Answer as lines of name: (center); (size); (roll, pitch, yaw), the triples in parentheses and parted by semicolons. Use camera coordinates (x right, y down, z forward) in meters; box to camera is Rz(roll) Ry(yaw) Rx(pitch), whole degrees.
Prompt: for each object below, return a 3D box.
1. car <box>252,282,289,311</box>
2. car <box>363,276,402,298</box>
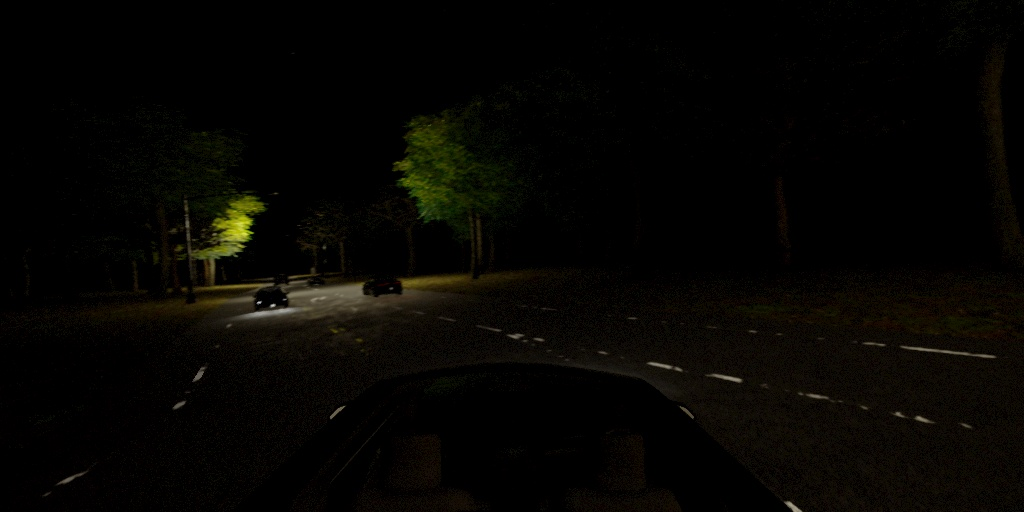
car: (-16.404, 2.814, 24.422); (2.033, 1.411, 5.357); (-4, 0, -35)
car: (-9.890, 2.251, 27.146); (1.882, 1.535, 5.008); (-4, 0, -35)
